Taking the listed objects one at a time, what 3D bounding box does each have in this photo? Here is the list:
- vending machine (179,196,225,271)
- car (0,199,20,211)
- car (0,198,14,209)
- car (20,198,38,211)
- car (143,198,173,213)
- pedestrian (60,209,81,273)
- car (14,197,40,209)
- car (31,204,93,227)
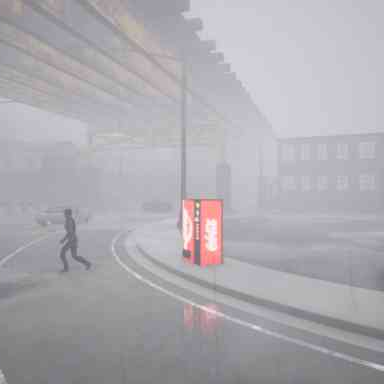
[{"bbox_3d":[0.303,1.195,10.088,1.100,2.100,0.880,0,0,-28],"label":"vending machine"},{"bbox_3d":[-22.940,1.446,37.887,4.974,1.542,2.038,0,0,-9],"label":"car"},{"bbox_3d":[-22.991,1.289,37.879,4.536,1.218,1.853,0,0,-9],"label":"car"},{"bbox_3d":[-19.876,1.447,40.017,2.038,1.542,4.974,0,0,-39],"label":"car"},{"bbox_3d":[-3.769,1.474,37.710,1.882,1.535,5.008,0,0,20],"label":"car"},{"bbox_3d":[-3.352,1.293,9.187,0.375,1.860,0.375,0,0,-25],"label":"pedestrian"},{"bbox_3d":[-19.909,1.289,40.057,1.853,1.218,4.536,0,0,-39],"label":"car"},{"bbox_3d":[-8.548,1.598,22.791,1.895,1.301,4.718,0,0,8],"label":"car"}]
